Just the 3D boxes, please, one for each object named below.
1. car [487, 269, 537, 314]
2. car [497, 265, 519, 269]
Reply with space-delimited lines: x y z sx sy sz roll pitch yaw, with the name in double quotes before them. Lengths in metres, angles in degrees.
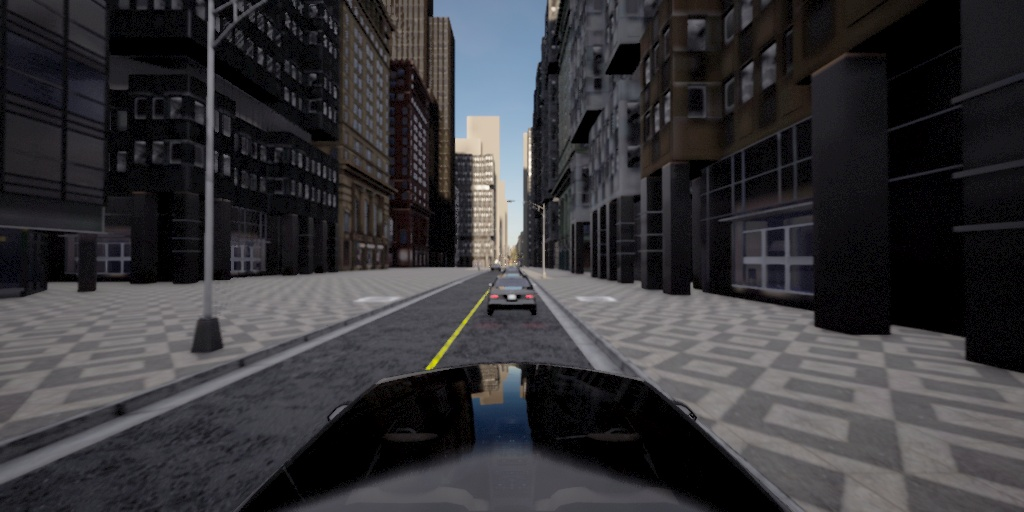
"car" 0.011 1.428 14.378 2.033 1.411 5.357 0 -1 0
"car" 0.027 1.628 30.373 1.994 1.385 4.181 0 -1 0
